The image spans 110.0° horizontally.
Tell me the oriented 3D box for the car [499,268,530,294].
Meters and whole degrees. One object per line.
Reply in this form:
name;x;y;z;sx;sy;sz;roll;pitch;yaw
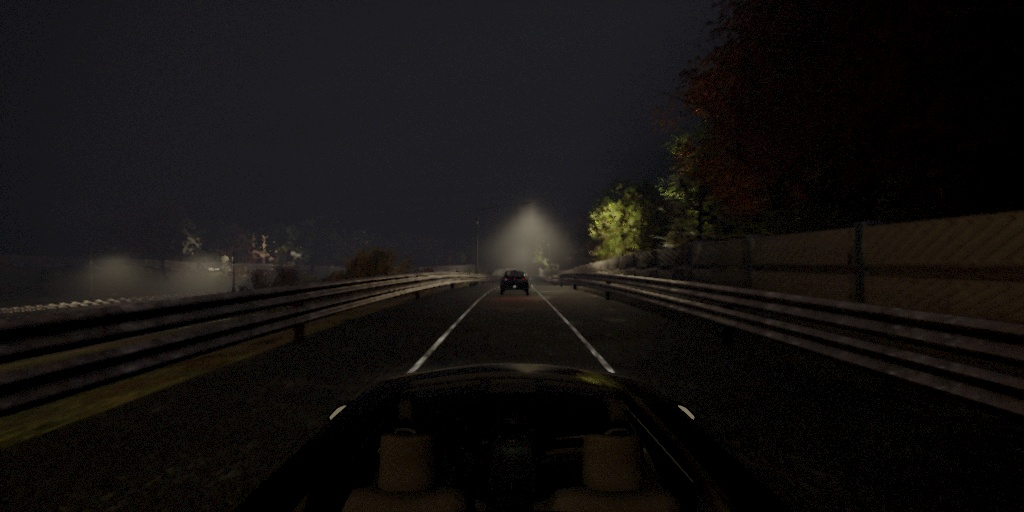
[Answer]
car;0.183;1.748;24.171;2.128;1.511;4.902;0;-2;1
